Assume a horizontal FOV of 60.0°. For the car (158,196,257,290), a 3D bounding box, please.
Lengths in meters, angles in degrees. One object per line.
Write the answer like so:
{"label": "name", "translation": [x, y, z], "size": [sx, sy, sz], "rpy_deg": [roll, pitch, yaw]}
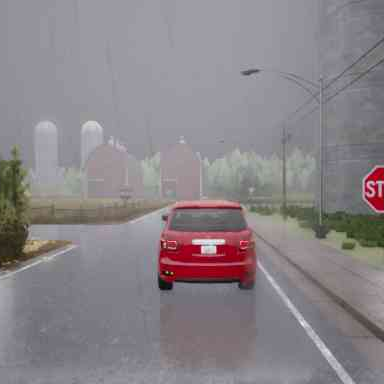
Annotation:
{"label": "car", "translation": [0.310, 1.221, 9.193], "size": [2.150, 2.045, 5.566], "rpy_deg": [0, 0, 0]}

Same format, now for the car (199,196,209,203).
{"label": "car", "translation": [2.539, 1.575, 70.412], "size": [1.895, 1.301, 4.718], "rpy_deg": [0, 0, 2]}

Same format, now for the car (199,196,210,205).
{"label": "car", "translation": [2.249, 1.525, 60.368], "size": [1.812, 1.442, 4.674], "rpy_deg": [0, 0, 2]}
